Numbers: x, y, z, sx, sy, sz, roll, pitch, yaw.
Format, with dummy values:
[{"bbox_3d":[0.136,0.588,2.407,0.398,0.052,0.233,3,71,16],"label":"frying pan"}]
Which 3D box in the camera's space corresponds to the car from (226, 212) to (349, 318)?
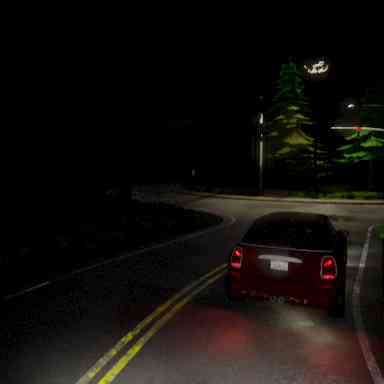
[{"bbox_3d":[2.411,1.233,7.659,2.097,1.767,4.553,2,2,25],"label":"car"}]
